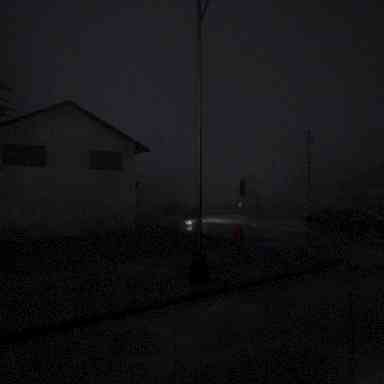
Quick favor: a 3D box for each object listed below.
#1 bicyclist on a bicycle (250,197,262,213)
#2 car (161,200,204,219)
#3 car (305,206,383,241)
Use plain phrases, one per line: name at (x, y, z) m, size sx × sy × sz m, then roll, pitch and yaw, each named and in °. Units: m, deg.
bicyclist on a bicycle at (6.488, 1.347, 33.700) m, size 1.656 × 1.620 × 0.582 m, roll 0°, pitch 0°, yaw -36°
car at (-0.926, 1.476, 29.629) m, size 1.882 × 1.535 × 5.008 m, roll 0°, pitch 0°, yaw -36°
car at (8.164, 1.505, 16.937) m, size 1.837 × 1.490 × 4.892 m, roll 0°, pitch 0°, yaw -36°
